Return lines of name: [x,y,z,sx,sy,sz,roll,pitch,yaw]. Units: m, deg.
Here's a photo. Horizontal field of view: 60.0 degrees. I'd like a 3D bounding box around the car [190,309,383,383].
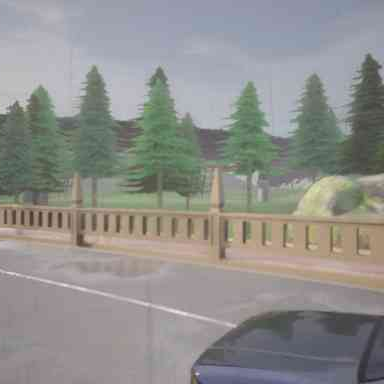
car: [2.511,1.534,2.098,5.357,1.411,2.033,0,0,35]
